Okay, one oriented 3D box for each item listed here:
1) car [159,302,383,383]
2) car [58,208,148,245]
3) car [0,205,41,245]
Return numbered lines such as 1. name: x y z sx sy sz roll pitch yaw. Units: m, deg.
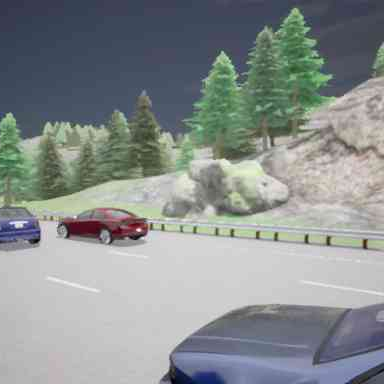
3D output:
1. car: 2.305 1.548 2.346 5.357 1.411 2.033 0 0 36
2. car: -4.286 1.478 15.647 5.008 1.535 1.882 0 0 35
3. car: -8.583 1.353 14.413 4.553 1.767 2.097 0 0 35
